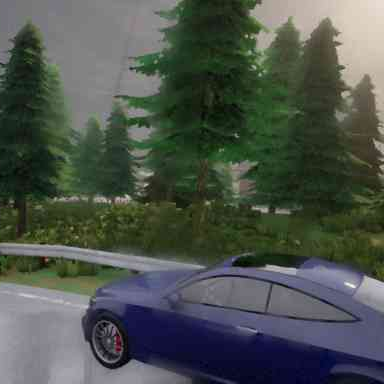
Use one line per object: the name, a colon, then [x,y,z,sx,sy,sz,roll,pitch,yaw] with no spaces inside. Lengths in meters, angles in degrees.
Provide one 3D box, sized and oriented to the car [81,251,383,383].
car: [0.734,1.499,4.111,4.674,1.442,1.812,1,1,31]
